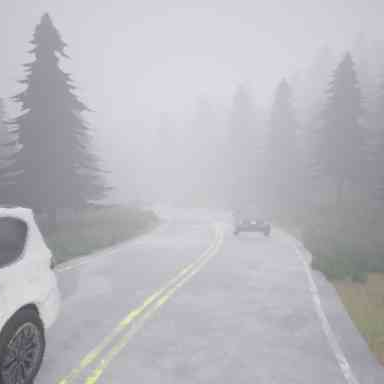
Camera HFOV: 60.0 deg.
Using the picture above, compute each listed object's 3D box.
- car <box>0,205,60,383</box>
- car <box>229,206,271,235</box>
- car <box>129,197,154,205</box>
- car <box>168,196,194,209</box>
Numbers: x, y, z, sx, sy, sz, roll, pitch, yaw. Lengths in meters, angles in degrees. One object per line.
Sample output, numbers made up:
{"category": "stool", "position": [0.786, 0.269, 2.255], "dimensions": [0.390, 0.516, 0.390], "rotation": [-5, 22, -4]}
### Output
{"category": "car", "position": [-3.003, 1.164, 2.143], "dimensions": [2.150, 2.045, 5.566], "rotation": [1, 0, 6]}
{"category": "car", "position": [3.115, 1.510, 18.499], "dimensions": [2.033, 1.411, 5.357], "rotation": [1, 0, 4]}
{"category": "car", "position": [-6.736, 1.396, 44.114], "dimensions": [1.882, 1.535, 5.008], "rotation": [-3, 1, -31]}
{"category": "car", "position": [-1.423, 1.283, 41.289], "dimensions": [2.128, 1.511, 4.902], "rotation": [-2, 1, -25]}
